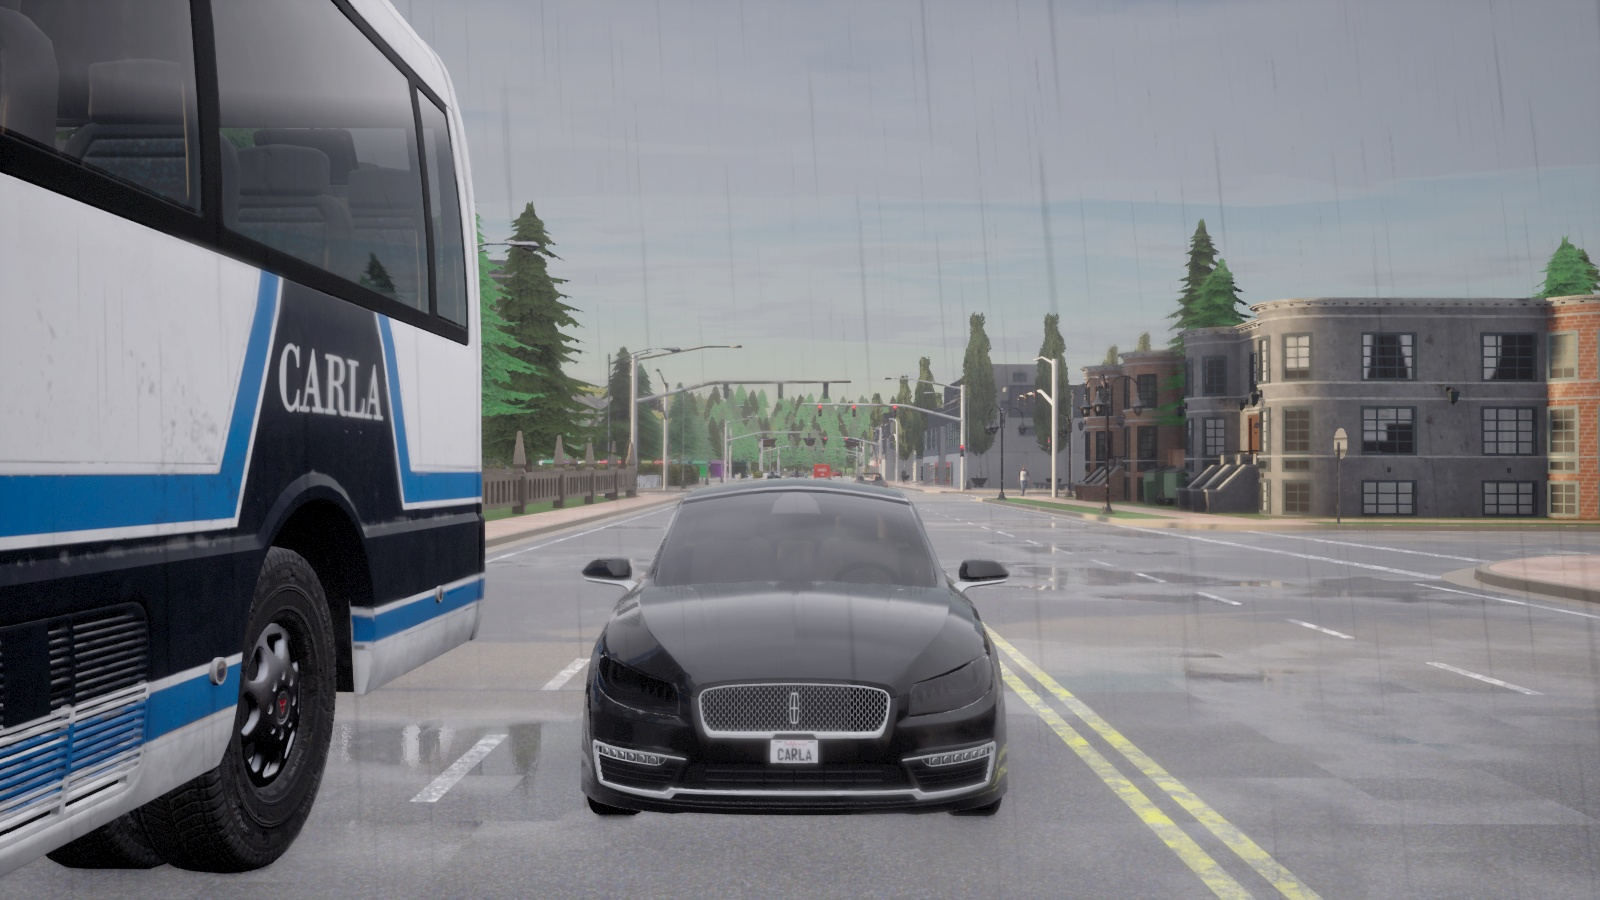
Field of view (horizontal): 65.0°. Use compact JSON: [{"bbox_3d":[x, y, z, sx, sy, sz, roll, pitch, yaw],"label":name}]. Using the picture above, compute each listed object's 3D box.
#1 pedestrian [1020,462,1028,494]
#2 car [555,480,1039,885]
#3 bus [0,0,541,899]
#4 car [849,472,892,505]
[{"bbox_3d":[12.821,1.618,71.959,0.354,1.836,0.706,0,-1,2],"label":"pedestrian"},{"bbox_3d":[-0.017,0.941,7.221,1.837,1.490,4.892,0,-1,0],"label":"car"},{"bbox_3d":[-3.511,-0.508,2.365,3.944,4.253,10.273,0,-1,0],"label":"bus"},{"bbox_3d":[3.359,1.829,60.506,1.845,1.501,3.633,0,-1,0],"label":"car"}]
